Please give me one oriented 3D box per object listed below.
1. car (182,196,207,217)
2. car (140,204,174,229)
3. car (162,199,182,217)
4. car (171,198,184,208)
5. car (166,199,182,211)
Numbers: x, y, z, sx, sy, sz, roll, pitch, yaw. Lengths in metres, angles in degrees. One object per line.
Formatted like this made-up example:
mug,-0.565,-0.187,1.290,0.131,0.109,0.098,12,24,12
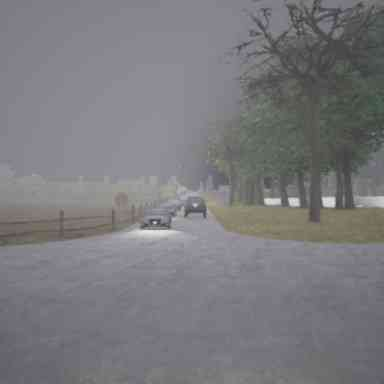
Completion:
car,0.375,1.439,34.458,2.150,2.045,5.566,0,0,1
car,-2.428,1.750,22.969,1.994,1.385,4.181,0,0,-3
car,-2.498,1.775,34.922,2.033,1.411,5.357,0,0,1
car,-2.318,1.780,55.080,1.994,1.385,4.181,0,0,1
car,-2.408,1.709,45.077,1.882,1.535,5.008,0,0,1
